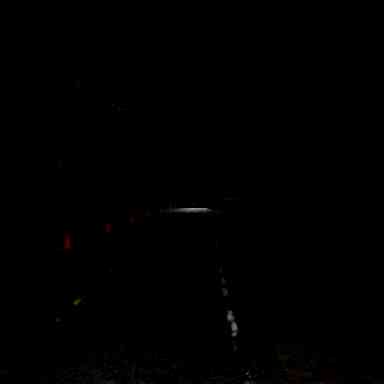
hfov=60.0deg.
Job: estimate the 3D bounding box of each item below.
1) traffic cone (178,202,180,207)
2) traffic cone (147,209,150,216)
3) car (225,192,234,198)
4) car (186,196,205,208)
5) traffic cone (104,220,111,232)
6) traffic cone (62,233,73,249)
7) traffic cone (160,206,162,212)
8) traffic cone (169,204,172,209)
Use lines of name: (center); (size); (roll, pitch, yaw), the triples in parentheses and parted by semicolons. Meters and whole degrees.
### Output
traffic cone: (-1.722, 1.627, 42.866); (0.340, 0.580, 0.340); (0, 0, 9)
traffic cone: (-3.638, 1.741, 27.850); (0.340, 0.580, 0.340); (0, 0, 6)
car: (9.823, 0.842, 86.649); (1.837, 1.490, 4.892); (0, 0, 18)
car: (0.546, 1.247, 41.559); (1.994, 1.385, 4.181); (0, 0, 9)
traffic cone: (-4.478, 1.817, 17.791); (0.340, 0.580, 0.340); (0, 0, 4)
traffic cone: (-4.767, 1.856, 12.752); (0.340, 0.580, 0.340); (0, 0, 3)
traffic cone: (-3.086, 1.703, 32.866); (0.340, 0.580, 0.340); (0, 0, 7)
traffic cone: (-2.448, 1.665, 37.872); (0.340, 0.580, 0.340); (0, 0, 8)
